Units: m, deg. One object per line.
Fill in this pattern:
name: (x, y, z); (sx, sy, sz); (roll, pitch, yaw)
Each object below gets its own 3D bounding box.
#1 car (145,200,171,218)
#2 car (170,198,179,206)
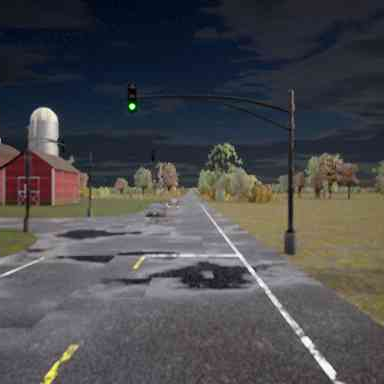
car: (-3.468, 1.803, 32.867); (1.837, 1.490, 4.892); (0, 0, 0)
car: (-3.437, 1.944, 63.804); (1.812, 1.442, 4.674); (0, 0, 0)
